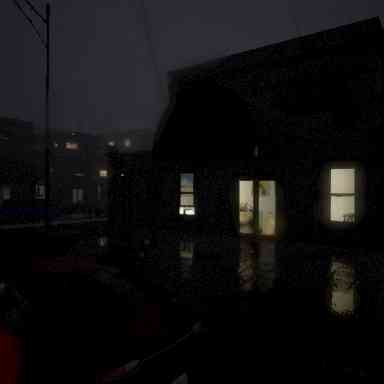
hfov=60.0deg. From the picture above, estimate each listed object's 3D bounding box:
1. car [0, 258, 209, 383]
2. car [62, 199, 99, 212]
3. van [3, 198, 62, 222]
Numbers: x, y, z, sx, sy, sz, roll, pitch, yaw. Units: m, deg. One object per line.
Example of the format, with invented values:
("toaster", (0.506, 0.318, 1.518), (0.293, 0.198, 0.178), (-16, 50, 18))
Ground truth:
("car", (-1.923, 1.543, 4.240), (4.507, 1.381, 1.887), (0, 0, 36))
("car", (-13.612, 1.566, 40.585), (1.752, 1.417, 4.829), (0, 0, 35))
("van", (-13.011, 1.411, 26.856), (1.690, 1.788, 3.998), (0, 0, 35))
